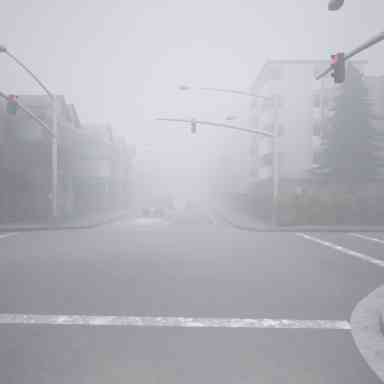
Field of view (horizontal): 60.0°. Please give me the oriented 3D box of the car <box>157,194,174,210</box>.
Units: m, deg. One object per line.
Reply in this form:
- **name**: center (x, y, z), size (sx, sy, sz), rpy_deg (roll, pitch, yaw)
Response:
- **car**: center (-3.574, 1.221, 42.888), size (2.150, 2.045, 5.566), rpy_deg (0, 0, 0)

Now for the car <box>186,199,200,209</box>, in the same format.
- **car**: center (0.089, 1.601, 45.583), size (1.895, 1.301, 4.718), rpy_deg (0, 0, -1)

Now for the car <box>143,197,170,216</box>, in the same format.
- **car**: center (-3.595, 1.491, 32.312), size (2.128, 1.511, 4.902), rpy_deg (0, 0, 0)
